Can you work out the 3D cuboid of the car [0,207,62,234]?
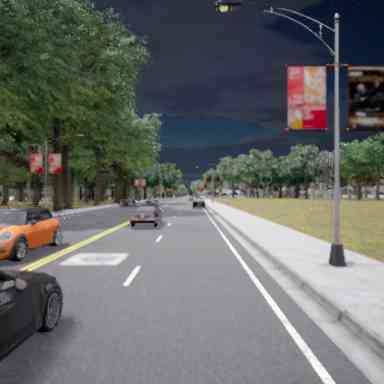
[{"bbox_3d":[-6.591,1.387,12.252,2.097,1.767,4.553,0,0,0],"label":"car"}]

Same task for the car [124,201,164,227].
[{"bbox_3d":[-3.133,1.618,23.609,2.033,1.411,5.357,0,0,0],"label":"car"}]

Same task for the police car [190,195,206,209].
[{"bbox_3d":[1.007,1.593,49.015,1.930,1.638,5.238,0,0,0],"label":"police car"}]

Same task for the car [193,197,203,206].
[{"bbox_3d":[1.014,1.666,59.095,1.801,1.575,5.366,0,0,0],"label":"car"}]

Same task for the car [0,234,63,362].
[{"bbox_3d":[-3.149,1.537,3.862,1.812,1.442,4.674,0,0,0],"label":"car"}]

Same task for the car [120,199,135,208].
[{"bbox_3d":[-9.784,1.740,51.247,1.994,1.385,4.181,0,0,0],"label":"car"}]

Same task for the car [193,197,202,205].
[{"bbox_3d":[1.018,1.693,65.096,1.801,1.575,5.366,0,0,0],"label":"car"}]

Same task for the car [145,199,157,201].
[{"bbox_3d":[-6.525,1.750,53.803,1.994,1.385,4.181,0,0,0],"label":"car"}]
